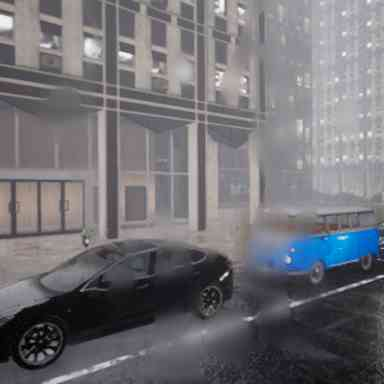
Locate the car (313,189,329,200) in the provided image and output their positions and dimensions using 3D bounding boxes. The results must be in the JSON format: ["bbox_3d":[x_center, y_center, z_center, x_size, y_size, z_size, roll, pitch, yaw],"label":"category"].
[{"bbox_3d":[19.708,0.389,53.277,2.192,1.841,5.009,1,1,-36],"label":"car"}]

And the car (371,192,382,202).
[{"bbox_3d":[26.201,0.729,44.218,1.967,1.590,4.097,1,1,-36],"label":"car"}]

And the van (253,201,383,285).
[{"bbox_3d":[3.400,1.282,8.987,3.998,1.788,1.690,-1,0,-36],"label":"van"}]

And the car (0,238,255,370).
[{"bbox_3d":[-1.197,1.549,5.707,4.313,1.339,1.947,-1,0,-36],"label":"car"}]

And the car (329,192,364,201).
[{"bbox_3d":[22.950,0.763,48.749,1.802,1.307,4.206,1,1,-36],"label":"car"}]

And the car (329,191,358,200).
[{"bbox_3d":[26.477,0.583,58.211,1.802,1.307,4.206,1,1,-36],"label":"car"}]
